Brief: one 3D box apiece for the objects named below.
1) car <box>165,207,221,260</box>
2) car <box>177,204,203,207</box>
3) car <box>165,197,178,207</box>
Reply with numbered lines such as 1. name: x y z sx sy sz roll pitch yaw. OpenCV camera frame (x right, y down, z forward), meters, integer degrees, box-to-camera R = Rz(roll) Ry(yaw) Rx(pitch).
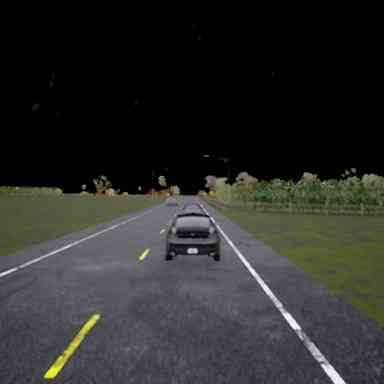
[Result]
1. car: 0.044 1.562 12.640 1.837 1.490 4.892 0 0 1
2. car: 0.045 1.688 27.980 1.994 1.385 4.181 0 0 1
3. car: -3.566 1.599 57.809 2.097 1.767 4.553 0 0 0
